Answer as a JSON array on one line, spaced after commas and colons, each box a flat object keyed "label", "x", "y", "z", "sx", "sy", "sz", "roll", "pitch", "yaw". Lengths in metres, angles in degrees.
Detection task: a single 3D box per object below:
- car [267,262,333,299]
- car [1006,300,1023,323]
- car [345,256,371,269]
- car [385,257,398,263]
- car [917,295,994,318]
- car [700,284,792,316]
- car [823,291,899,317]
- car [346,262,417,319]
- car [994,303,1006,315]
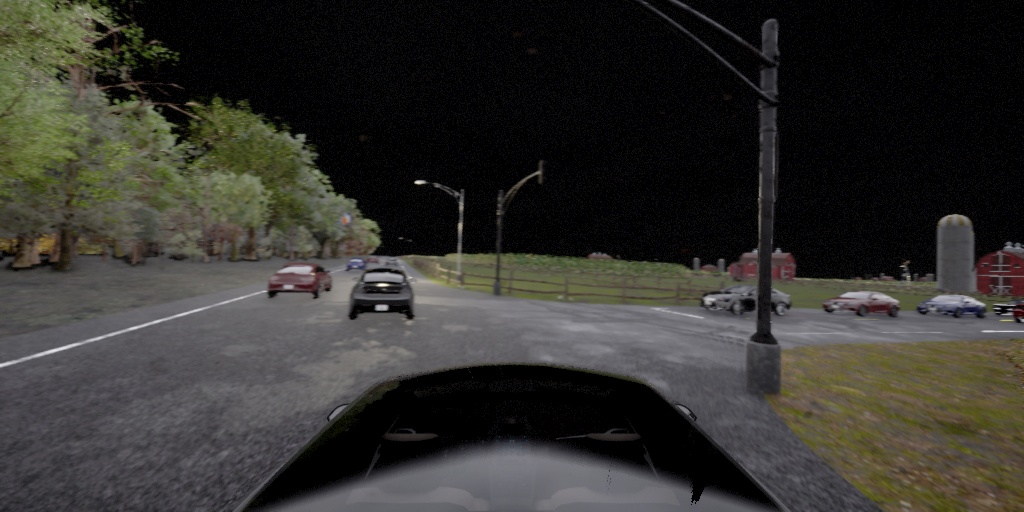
[{"label": "car", "x": -9.214, "y": 1.006, "z": 15.853, "sx": 1.812, "sy": 1.442, "sz": 4.674, "roll": 3, "pitch": -1, "yaw": -18}, {"label": "car", "x": 32.682, "y": 3.396, "z": 21.558, "sx": 5.008, "sy": 1.535, "sz": 1.882, "roll": 4, "pitch": -2, "yaw": -18}, {"label": "car", "x": -16.714, "y": 0.913, "z": 38.735, "sx": 1.812, "sy": 1.442, "sz": 4.674, "roll": 3, "pitch": -1, "yaw": -18}, {"label": "car", "x": -20.058, "y": 0.961, "z": 59.848, "sx": 2.128, "sy": 1.511, "sz": 4.902, "roll": 3, "pitch": -1, "yaw": -18}, {"label": "car", "x": 30.272, "y": 3.414, "z": 24.657, "sx": 4.674, "sy": 1.442, "sz": 1.812, "roll": 4, "pitch": -2, "yaw": -18}, {"label": "car", "x": 12.279, "y": 2.263, "z": 18.877, "sx": 4.902, "sy": 1.511, "sz": 2.128, "roll": 4, "pitch": -2, "yaw": -17}, {"label": "car", "x": 21.203, "y": 2.851, "z": 21.737, "sx": 4.674, "sy": 1.442, "sz": 1.812, "roll": 4, "pitch": -2, "yaw": -18}, {"label": "car", "x": -4.381, "y": 1.173, "z": 12.333, "sx": 1.837, "sy": 1.490, "sz": 4.892, "roll": 3, "pitch": 0, "yaw": -18}, {"label": "car", "x": 39.633, "y": 4.070, "z": 27.644, "sx": 4.718, "sy": 1.301, "sz": 1.895, "roll": 4, "pitch": -2, "yaw": -17}]
